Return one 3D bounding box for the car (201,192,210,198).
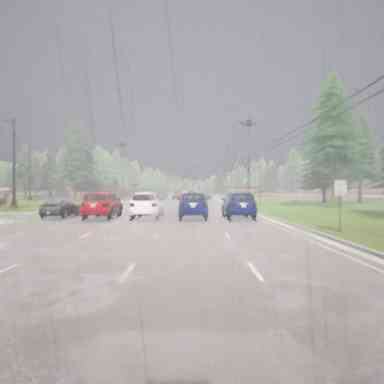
[{"bbox_3d":[3.471,0.842,84.295,2.033,1.411,5.357,0,0,0],"label":"car"}]

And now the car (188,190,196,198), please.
[{"bbox_3d":[-0.029,0.527,84.322,2.150,2.045,5.566,0,0,0],"label":"car"}]

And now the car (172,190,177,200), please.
[{"bbox_3d":[-3.525,1.001,74.706,1.882,1.535,5.008,0,0,0],"label":"car"}]

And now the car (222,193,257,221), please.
[{"bbox_3d":[3.590,1.058,25.835,2.150,2.045,5.566,0,0,0],"label":"car"}]

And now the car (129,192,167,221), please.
[{"bbox_3d":[-3.408,1.058,25.823,2.150,2.045,5.566,0,0,0],"label":"car"}]

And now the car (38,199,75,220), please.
[{"bbox_3d":[-10.409,1.324,26.494,2.128,1.511,4.902,0,0,0],"label":"car"}]

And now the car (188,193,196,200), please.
[{"bbox_3d":[-0.025,1.047,74.708,1.812,1.442,4.674,0,0,0],"label":"car"}]

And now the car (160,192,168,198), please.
[{"bbox_3d":[-7.029,0.826,84.291,1.812,1.442,4.674,0,0,0],"label":"car"}]

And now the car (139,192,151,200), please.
[{"bbox_3d":[-10.526,0.876,75.090,2.097,1.767,4.553,0,0,0],"label":"car"}]

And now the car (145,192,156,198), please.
[{"bbox_3d":[-10.529,0.841,84.290,2.033,1.411,5.357,0,0,0],"label":"car"}]

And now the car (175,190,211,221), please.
[{"bbox_3d":[0.089,1.058,25.883,2.150,2.045,5.566,0,0,0],"label":"car"}]

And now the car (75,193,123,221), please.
[{"bbox_3d":[-6.909,1.058,25.884,2.150,2.045,5.566,0,0,0],"label":"car"}]

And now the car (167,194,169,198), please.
[{"bbox_3d":[-7.025,1.063,74.706,2.033,1.411,5.357,0,0,0],"label":"car"}]

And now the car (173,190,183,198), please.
[{"bbox_3d":[-3.529,0.527,84.320,2.150,2.045,5.566,0,0,0],"label":"car"}]
